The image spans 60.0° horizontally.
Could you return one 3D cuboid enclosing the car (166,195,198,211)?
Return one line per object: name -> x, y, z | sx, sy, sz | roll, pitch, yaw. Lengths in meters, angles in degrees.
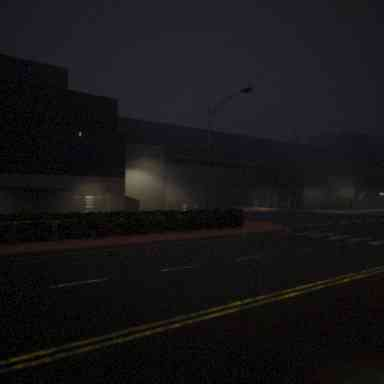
car -> -1.300, 1.559, 38.955 | 2.097, 1.767, 4.553 | 1, 0, -36
